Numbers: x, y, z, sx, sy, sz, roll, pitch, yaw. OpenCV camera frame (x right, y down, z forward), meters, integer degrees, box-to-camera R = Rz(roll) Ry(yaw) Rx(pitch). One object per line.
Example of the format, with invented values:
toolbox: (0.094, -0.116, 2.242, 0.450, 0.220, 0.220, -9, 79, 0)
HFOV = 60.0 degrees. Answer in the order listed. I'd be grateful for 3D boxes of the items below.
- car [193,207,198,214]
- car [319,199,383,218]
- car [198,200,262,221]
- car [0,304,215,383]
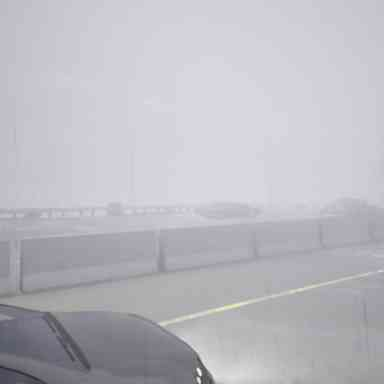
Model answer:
car: (2.805, 1.482, 30.216, 5.357, 1.411, 2.033, 0, 0, -29)
car: (10.997, 1.453, 22.658, 4.902, 1.511, 2.128, 0, 0, -27)
car: (3.172, 1.545, 26.404, 4.718, 1.301, 1.895, 0, 0, -29)
car: (-1.811, 1.556, 2.352, 4.181, 1.385, 1.994, 0, 0, -35)
